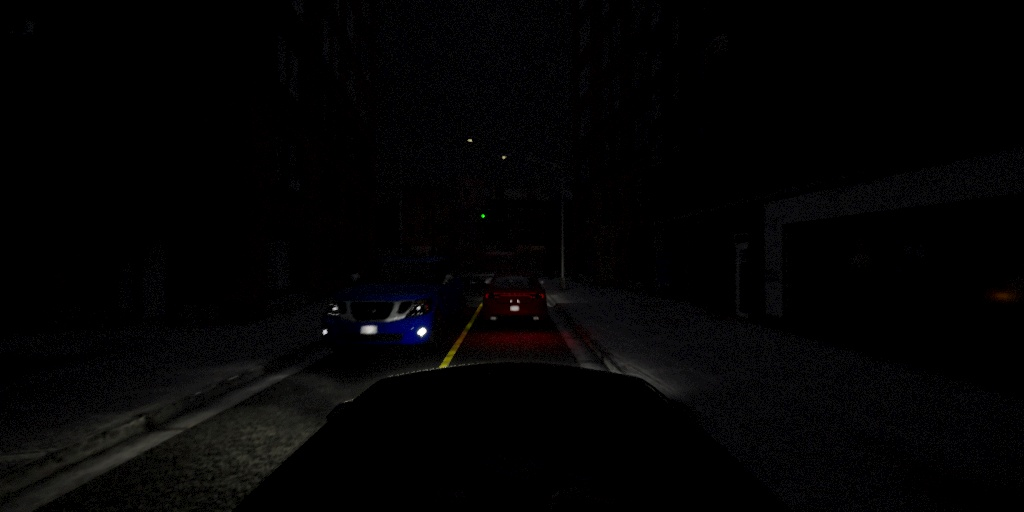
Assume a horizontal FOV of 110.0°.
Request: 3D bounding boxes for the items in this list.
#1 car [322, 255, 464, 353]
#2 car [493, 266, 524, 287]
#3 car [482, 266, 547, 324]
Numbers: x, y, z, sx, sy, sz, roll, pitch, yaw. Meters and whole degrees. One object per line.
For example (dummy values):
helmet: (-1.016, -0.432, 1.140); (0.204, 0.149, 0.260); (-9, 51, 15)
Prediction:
car: (-2.592, 0.995, 9.278); (2.150, 2.045, 5.566); (0, 0, 0)
car: (-0.326, 1.424, 26.413); (1.895, 1.301, 4.718); (0, 0, -5)
car: (0.086, 1.259, 12.131); (1.882, 1.535, 5.008); (0, 0, 0)
